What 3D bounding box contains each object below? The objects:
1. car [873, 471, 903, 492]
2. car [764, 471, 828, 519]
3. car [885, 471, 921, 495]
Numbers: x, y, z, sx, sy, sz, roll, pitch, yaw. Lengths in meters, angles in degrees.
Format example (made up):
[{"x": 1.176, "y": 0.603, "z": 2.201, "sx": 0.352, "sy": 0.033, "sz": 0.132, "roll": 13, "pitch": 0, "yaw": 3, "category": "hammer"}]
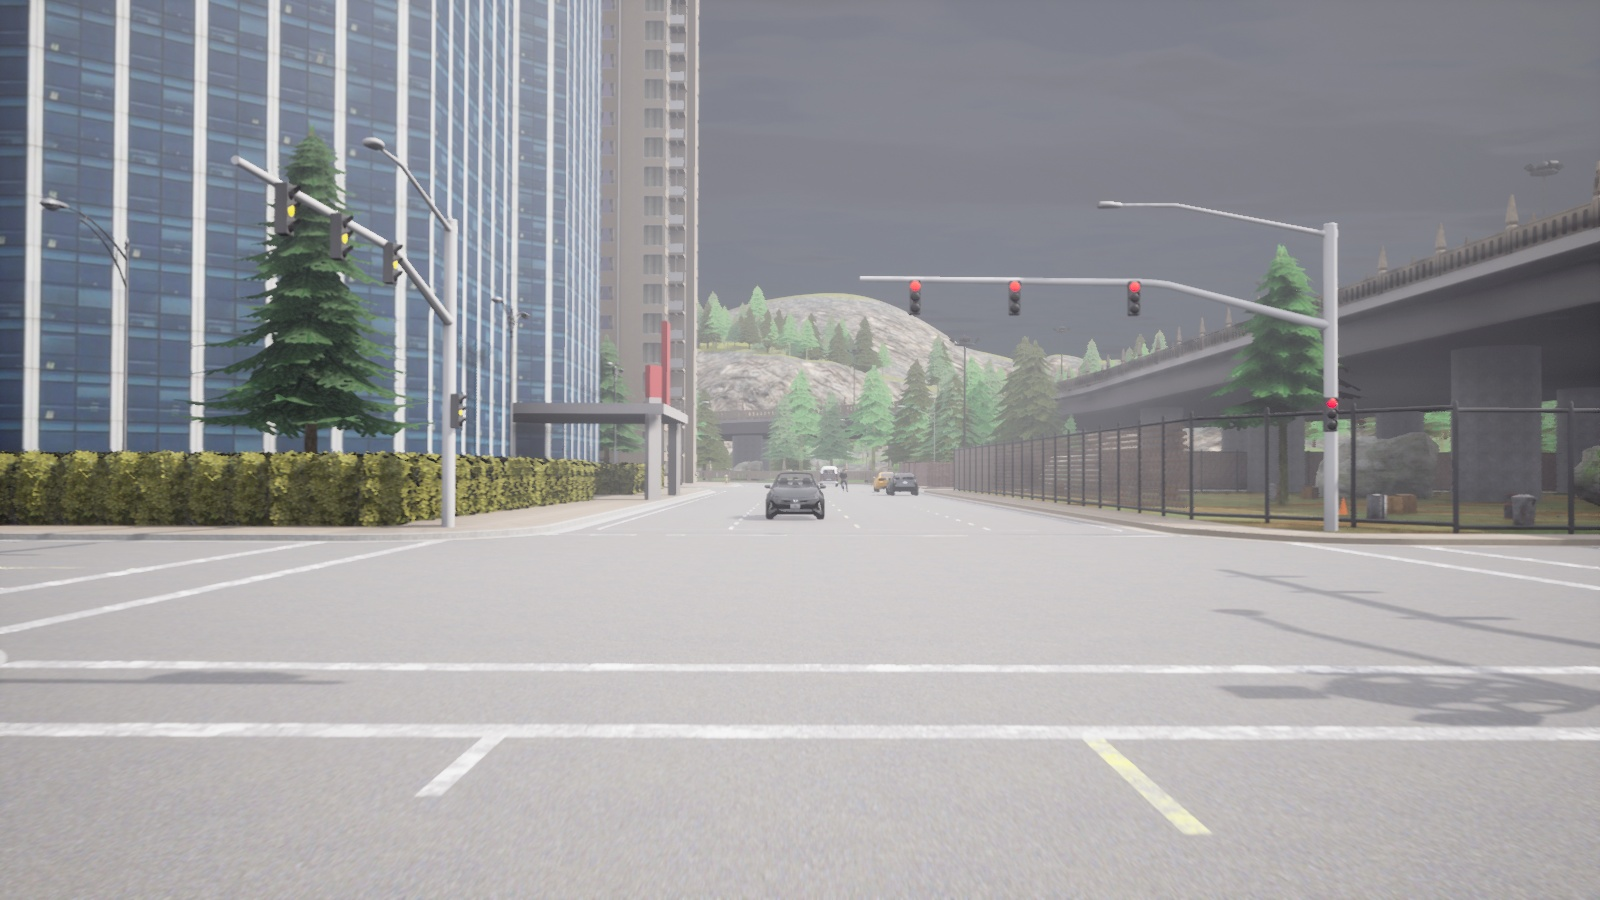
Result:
[{"x": 6.685, "y": 2.373, "z": 95.964, "sx": 1.882, "sy": 1.535, "sz": 5.008, "roll": 0, "pitch": -1, "yaw": 0, "category": "car"}, {"x": -0.138, "y": 1.463, "z": 41.897, "sx": 2.007, "sy": 1.525, "sz": 4.514, "roll": 0, "pitch": -1, "yaw": 0, "category": "car"}, {"x": 6.729, "y": 2.117, "z": 82.555, "sx": 2.007, "sy": 1.525, "sz": 4.514, "roll": 0, "pitch": -1, "yaw": 0, "category": "car"}]
